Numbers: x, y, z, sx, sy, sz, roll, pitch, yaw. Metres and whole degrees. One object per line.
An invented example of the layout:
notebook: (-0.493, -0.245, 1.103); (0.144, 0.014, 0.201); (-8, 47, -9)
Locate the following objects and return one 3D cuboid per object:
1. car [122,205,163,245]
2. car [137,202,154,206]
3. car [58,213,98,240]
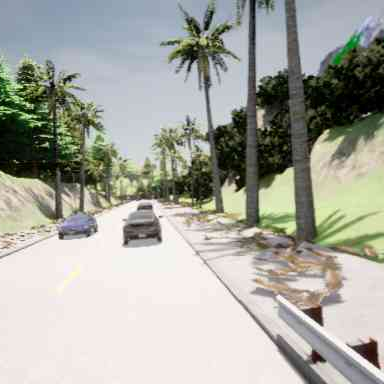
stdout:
car: (-2.554, 1.714, 17.289); (1.837, 1.490, 4.892); (-4, 1, -7)
car: (-5.489, 1.926, 39.201); (1.882, 1.535, 5.008); (-4, 0, -8)
car: (-7.195, 2.082, 21.327); (1.812, 1.442, 4.674); (-4, 0, -8)
